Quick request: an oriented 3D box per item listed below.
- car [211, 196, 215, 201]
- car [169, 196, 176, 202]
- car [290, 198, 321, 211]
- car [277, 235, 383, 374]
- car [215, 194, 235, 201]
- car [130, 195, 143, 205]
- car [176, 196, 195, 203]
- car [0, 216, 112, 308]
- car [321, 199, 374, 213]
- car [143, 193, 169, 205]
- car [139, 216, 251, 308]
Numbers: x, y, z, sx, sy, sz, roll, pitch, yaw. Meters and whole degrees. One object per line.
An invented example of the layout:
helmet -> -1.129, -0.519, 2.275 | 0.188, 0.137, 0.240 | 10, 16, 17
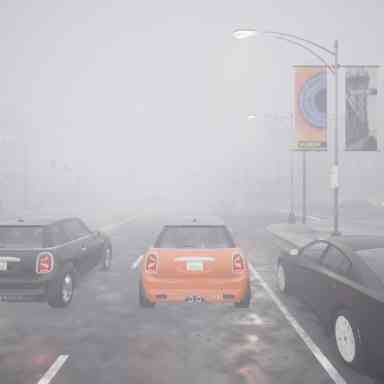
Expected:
car -> 6.982, 1.355, 86.917 | 4.553, 1.767, 2.097 | 0, 0, -40
car -> -3.714, 1.539, 74.581 | 2.033, 1.411, 5.357 | 0, 0, 30
car -> 14.350, 1.491, 40.002 | 4.902, 1.511, 2.128 | 0, 0, 1
car -> 2.902, 1.480, 5.739 | 2.097, 1.535, 5.008 | 0, 0, 0
car -> 8.784, 1.524, 83.882 | 4.674, 1.442, 1.812 | 0, 0, -40
car -> -9.369, 1.352, 59.746 | 2.097, 1.767, 4.553 | 0, 0, 14
car -> -0.998, 1.552, 72.312 | 1.994, 1.385, 4.181 | 0, 0, 30
car -> -3.435, 1.352, 8.093 | 2.097, 1.767, 4.553 | 0, 0, 0
car -> 17.267, 1.504, 36.435 | 4.892, 1.490, 1.837 | 0, 0, 0
car -> -6.216, 1.222, 57.805 | 2.150, 2.045, 5.566 | 0, 0, 11
car -> 0.066, 1.352, 8.089 | 2.097, 1.767, 4.553 | 0, 0, 0
